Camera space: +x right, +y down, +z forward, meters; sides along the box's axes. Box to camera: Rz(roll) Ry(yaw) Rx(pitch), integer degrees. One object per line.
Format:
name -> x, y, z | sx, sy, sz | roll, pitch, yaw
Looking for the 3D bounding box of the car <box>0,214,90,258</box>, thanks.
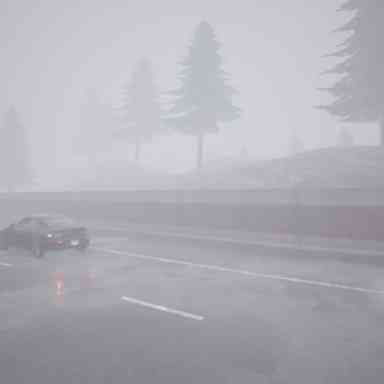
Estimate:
car -> -5.807, 1.579, 12.955 | 4.674, 1.442, 1.812 | 0, 0, 40
